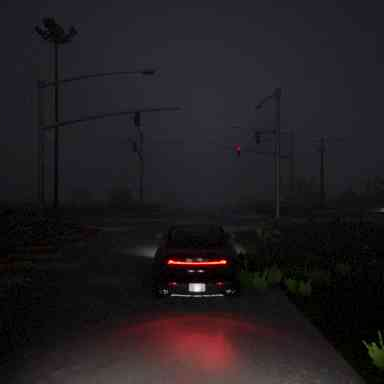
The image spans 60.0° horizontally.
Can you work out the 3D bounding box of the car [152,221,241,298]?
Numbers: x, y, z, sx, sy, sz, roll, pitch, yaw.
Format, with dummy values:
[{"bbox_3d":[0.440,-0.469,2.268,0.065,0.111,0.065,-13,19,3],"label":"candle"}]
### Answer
[{"bbox_3d":[0.093,1.505,8.522,1.837,1.490,4.892,0,0,0],"label":"car"}]
